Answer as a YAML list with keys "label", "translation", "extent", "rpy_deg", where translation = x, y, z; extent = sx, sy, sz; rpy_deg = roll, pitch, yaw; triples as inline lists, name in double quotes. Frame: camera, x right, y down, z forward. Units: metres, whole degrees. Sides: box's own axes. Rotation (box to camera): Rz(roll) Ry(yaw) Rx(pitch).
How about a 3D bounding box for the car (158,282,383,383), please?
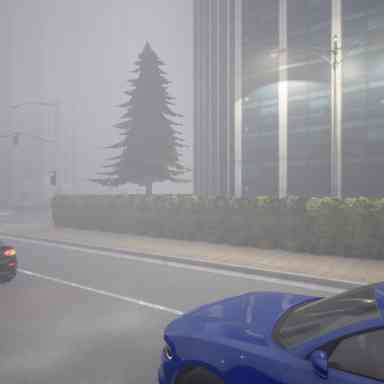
- label: "car"
  translation: [1.957, 1.478, 2.597]
  extent: [5.008, 1.535, 1.882]
  rpy_deg: [0, 0, 36]

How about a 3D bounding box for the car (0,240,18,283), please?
- label: "car"
  translation: [-6.170, 1.526, 8.350]
  extent: [4.674, 1.442, 1.812]
  rpy_deg: [0, 0, 36]

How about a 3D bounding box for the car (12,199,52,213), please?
- label: "car"
  translation: [-17.186, 1.547, 37.439]
  extent: [2.033, 1.411, 5.357]
  rpy_deg: [0, 0, 36]
